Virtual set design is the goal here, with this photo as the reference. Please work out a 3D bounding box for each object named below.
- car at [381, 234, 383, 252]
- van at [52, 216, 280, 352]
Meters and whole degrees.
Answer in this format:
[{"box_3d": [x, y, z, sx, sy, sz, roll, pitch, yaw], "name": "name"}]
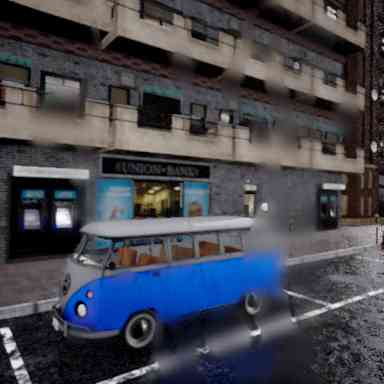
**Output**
[{"box_3d": [8.825, 1.540, 12.374, 4.097, 1.590, 1.967, 0, 0, -35], "name": "car"}, {"box_3d": [-0.212, 1.364, 5.933, 3.998, 1.788, 1.690, 0, 0, -35], "name": "van"}]
